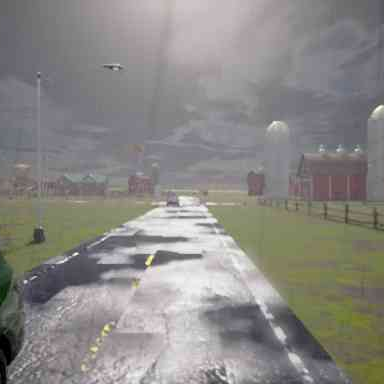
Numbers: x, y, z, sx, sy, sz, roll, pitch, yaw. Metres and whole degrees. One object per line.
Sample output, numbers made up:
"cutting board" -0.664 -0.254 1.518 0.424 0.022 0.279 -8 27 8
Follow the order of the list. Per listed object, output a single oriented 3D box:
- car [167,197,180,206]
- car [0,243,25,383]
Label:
"car" -2.724 1.375 49.461 2.033 1.411 5.357 0 0 0
"car" -2.850 1.216 1.290 2.150 2.045 5.566 0 0 0
